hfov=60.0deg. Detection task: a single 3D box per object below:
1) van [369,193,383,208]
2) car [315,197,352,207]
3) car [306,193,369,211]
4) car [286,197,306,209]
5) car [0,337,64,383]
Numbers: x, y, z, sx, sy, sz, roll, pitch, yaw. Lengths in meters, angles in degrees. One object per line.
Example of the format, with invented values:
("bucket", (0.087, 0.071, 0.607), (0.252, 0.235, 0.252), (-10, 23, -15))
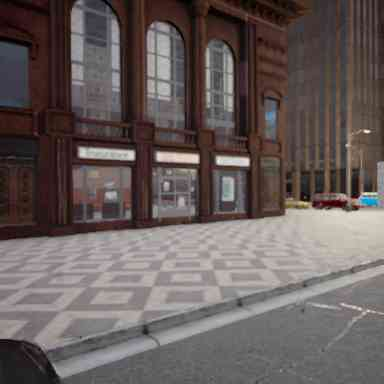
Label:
("van", (21.791, 0.980, 39.223), (1.690, 1.788, 3.998), (-2, 0, -35))
("car", (18.546, 1.288, 43.814), (1.802, 1.307, 4.206), (-2, 0, -35))
("car", (14.840, 1.042, 34.287), (2.192, 1.841, 5.009), (-2, 0, -35))
("car", (11.692, 1.318, 38.739), (1.752, 1.417, 4.829), (-2, 0, -35))
("car", (-2.691, 1.586, 1.449), (4.181, 1.385, 1.994), (-1, 1, -35))
